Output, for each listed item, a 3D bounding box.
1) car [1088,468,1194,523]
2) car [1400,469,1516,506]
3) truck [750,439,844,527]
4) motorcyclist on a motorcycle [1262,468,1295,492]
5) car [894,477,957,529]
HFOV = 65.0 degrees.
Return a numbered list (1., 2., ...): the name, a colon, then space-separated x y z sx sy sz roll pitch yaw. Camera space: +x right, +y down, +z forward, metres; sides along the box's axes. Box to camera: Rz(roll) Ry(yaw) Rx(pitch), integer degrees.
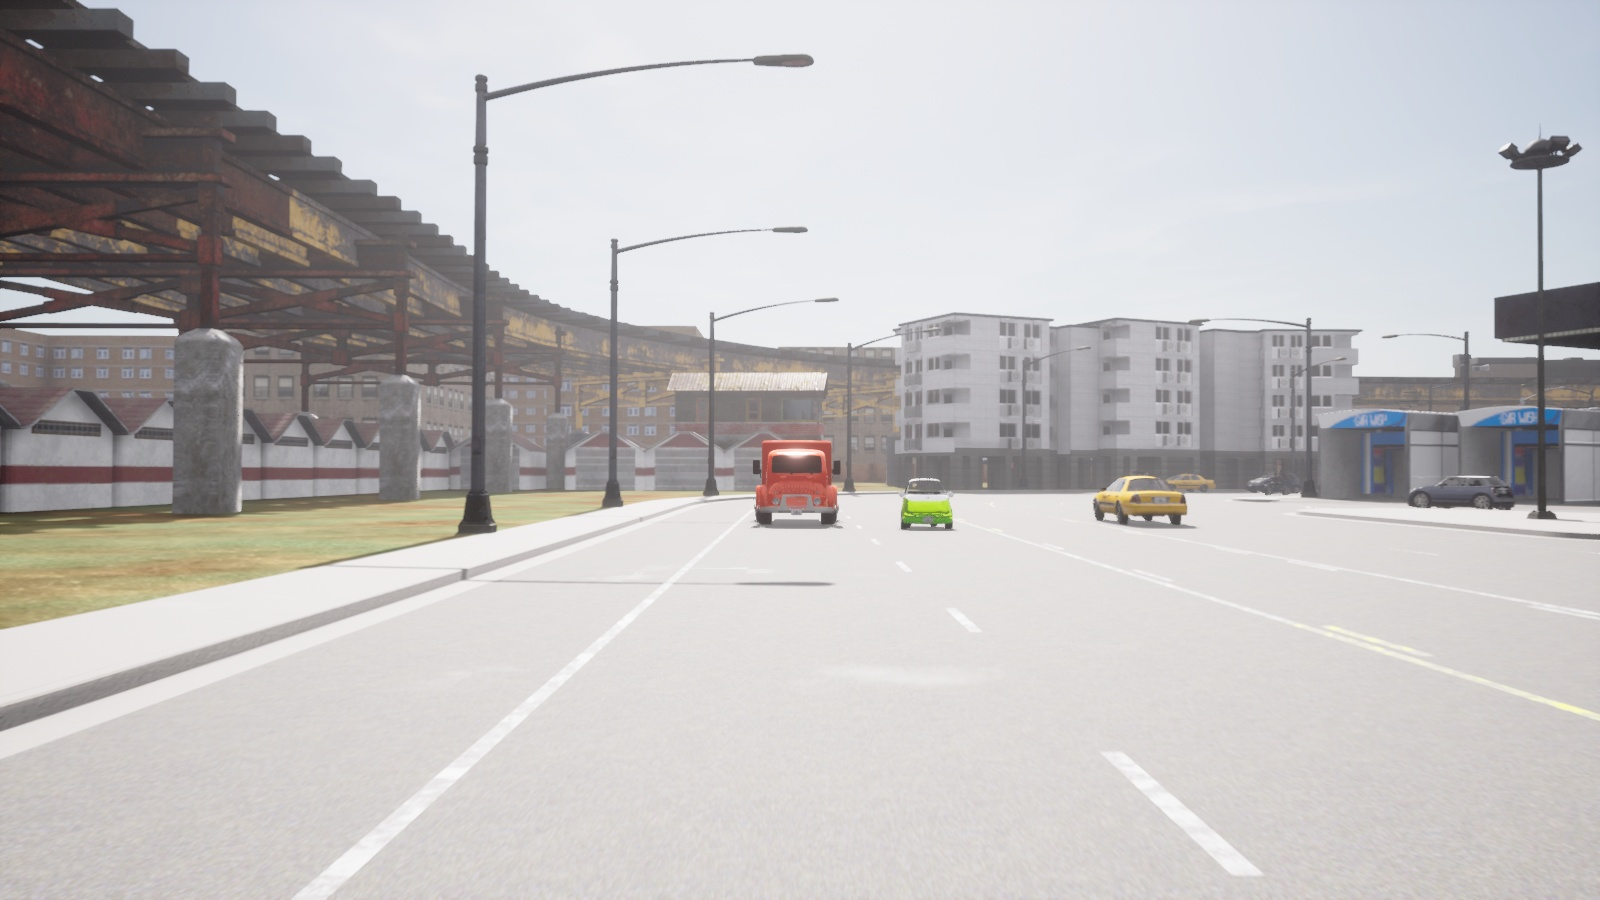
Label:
1. car: 10.403 1.360 38.721 1.801 1.575 5.366 0 -1 0
2. car: 27.513 1.550 52.586 1.970 1.475 3.806 0 -1 -35
3. truck: -0.095 0.962 37.848 2.627 2.467 5.204 0 -1 0
4. motorcyclist on a motorcycle: 33.416 2.099 87.699 2.350 1.649 0.766 0 -1 -24
5. car: 3.416 1.433 34.465 1.481 1.376 2.207 0 -1 0
